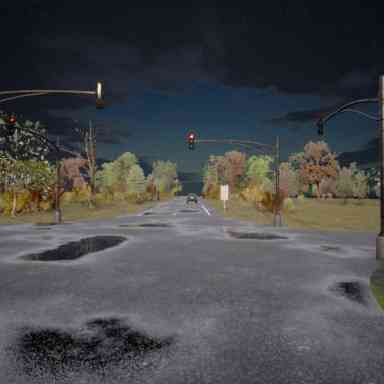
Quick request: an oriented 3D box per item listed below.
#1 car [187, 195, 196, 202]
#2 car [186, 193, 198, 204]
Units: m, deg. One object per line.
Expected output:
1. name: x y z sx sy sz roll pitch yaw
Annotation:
1. car: -0.003 1.464 78.020 2.033 1.411 5.357 0 0 0
2. car: -0.002 1.291 67.629 2.150 2.045 5.566 0 0 0
